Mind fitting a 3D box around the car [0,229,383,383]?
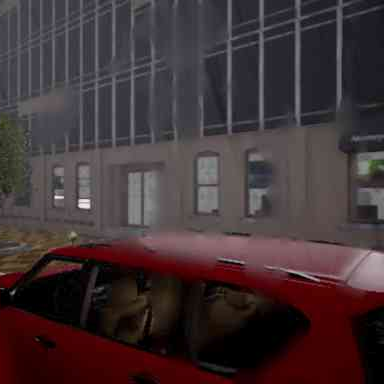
[{"bbox_3d":[-0.470,1.316,3.213,5.009,1.841,2.192,0,0,36],"label":"car"}]
